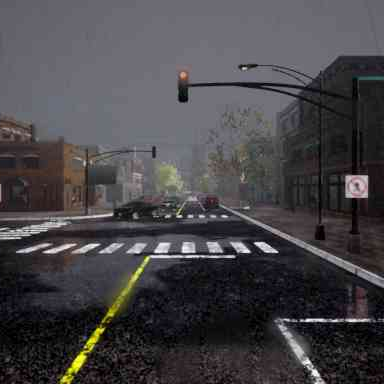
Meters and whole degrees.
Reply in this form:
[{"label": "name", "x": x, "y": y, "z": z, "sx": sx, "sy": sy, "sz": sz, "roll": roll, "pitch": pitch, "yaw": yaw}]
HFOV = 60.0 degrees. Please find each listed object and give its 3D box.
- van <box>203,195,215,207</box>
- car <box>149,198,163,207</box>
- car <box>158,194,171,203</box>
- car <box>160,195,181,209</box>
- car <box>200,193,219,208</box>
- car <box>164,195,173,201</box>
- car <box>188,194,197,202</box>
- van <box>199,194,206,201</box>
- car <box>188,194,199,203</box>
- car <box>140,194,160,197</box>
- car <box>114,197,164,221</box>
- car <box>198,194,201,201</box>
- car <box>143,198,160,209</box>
[{"label": "van", "x": 2.712, "y": 1.329, "z": 52.471, "sx": 1.690, "sy": 1.788, "sz": 3.998, "roll": -1, "pitch": 0, "yaw": 0}, {"label": "car", "x": -5.667, "y": 1.570, "z": 52.475, "sx": 1.802, "sy": 1.307, "sz": 4.206, "roll": -1, "pitch": 0, "yaw": 0}, {"label": "car", "x": -5.661, "y": 1.298, "z": 69.107, "sx": 2.192, "sy": 1.841, "sz": 5.009, "roll": -1, "pitch": 0, "yaw": 0}, {"label": "car", "x": -3.065, "y": 1.483, "z": 45.207, "sx": 2.128, "sy": 1.511, "sz": 4.902, "roll": 0, "pitch": 0, "yaw": 0}, {"label": "car", "x": 2.709, "y": 1.304, "z": 46.927, "sx": 2.192, "sy": 1.841, "sz": 5.009, "roll": -1, "pitch": 0, "yaw": 0}, {"label": "car", "x": -5.654, "y": 1.525, "z": 80.195, "sx": 1.887, "sy": 1.381, "sz": 4.507, "roll": -1, "pitch": 0, "yaw": 0}, {"label": "car", "x": 0.039, "y": 1.335, "z": 79.249, "sx": 2.097, "sy": 1.767, "sz": 4.553, "roll": 0, "pitch": 0, "yaw": 0}, {"label": "van", "x": 2.728, "y": 1.319, "z": 85.735, "sx": 1.690, "sy": 1.788, "sz": 3.998, "roll": -1, "pitch": 0, "yaw": 0}, {"label": "car", "x": 0.131, "y": 1.509, "z": 69.111, "sx": 1.812, "sy": 1.442, "sz": 4.674, "roll": 0, "pitch": 0, "yaw": 0}, {"label": "car", "x": -5.674, "y": 1.306, "z": 41.386, "sx": 2.192, "sy": 1.841, "sz": 5.009, "roll": -1, "pitch": 0, "yaw": 0}, {"label": "car", "x": -4.639, "y": 1.485, "z": 28.174, "sx": 1.882, "sy": 1.535, "sz": 5.008, "roll": 1, "pitch": 0, "yaw": 23}, {"label": "car", "x": 2.719, "y": 1.536, "z": 63.559, "sx": 2.008, "sy": 1.369, "sz": 4.403, "roll": -1, "pitch": 0, "yaw": 0}, {"label": "car", "x": -5.670, "y": 1.534, "z": 46.930, "sx": 1.887, "sy": 1.381, "sz": 4.507, "roll": -1, "pitch": 0, "yaw": 0}]
